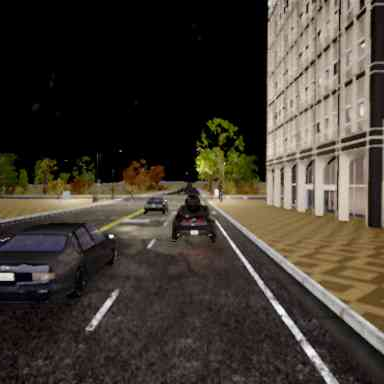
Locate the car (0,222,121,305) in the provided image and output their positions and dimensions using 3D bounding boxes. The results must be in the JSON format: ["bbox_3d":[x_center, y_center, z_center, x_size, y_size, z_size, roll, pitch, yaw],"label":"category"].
[{"bbox_3d":[-3.155,1.447,8.131,2.033,1.411,5.357,0,1,0],"label":"car"}]

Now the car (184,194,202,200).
[{"bbox_3d":[0.079,1.020,38.764,1.837,1.490,4.892,0,1,0],"label":"car"}]

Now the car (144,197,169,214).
[{"bbox_3d":[-3.169,1.177,29.966,2.033,1.411,5.357,0,1,0],"label":"car"}]

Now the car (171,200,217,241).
[{"bbox_3d":[0.091,1.315,15.405,1.837,1.490,4.892,0,1,0],"label":"car"}]
